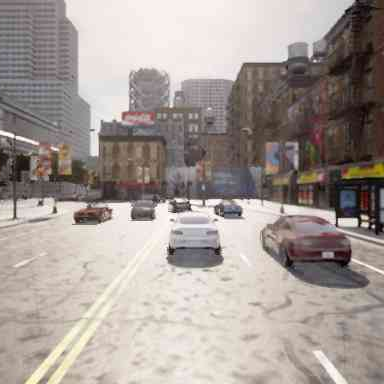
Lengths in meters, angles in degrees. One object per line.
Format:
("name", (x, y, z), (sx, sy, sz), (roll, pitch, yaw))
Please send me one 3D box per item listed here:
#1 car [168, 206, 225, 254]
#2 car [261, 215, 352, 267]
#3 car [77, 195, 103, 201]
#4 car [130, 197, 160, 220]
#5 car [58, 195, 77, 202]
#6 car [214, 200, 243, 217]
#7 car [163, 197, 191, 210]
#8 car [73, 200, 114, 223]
("car", (0.082, 1.477, 13.118), (1.812, 1.442, 4.674), (0, 0, 0))
("car", (3.583, 1.484, 11.076), (1.812, 1.442, 4.674), (0, 0, 0))
("car", (-20.475, 1.345, 67.494), (4.718, 1.301, 1.895), (0, 0, 30))
("car", (-3.850, 1.404, 27.168), (1.837, 1.490, 4.892), (1, 0, -4))
("car", (-25.779, 1.262, 69.663), (4.674, 1.452, 2.002), (0, 0, 20))
("car", (3.177, 1.435, 30.201), (2.033, 1.411, 5.357), (0, 0, -6))
("car", (-1.410, 1.360, 35.437), (2.128, 1.511, 4.902), (0, 0, -14))
("car", (-7.147, 1.510, 24.477), (1.895, 1.301, 4.718), (0, 0, -1))
